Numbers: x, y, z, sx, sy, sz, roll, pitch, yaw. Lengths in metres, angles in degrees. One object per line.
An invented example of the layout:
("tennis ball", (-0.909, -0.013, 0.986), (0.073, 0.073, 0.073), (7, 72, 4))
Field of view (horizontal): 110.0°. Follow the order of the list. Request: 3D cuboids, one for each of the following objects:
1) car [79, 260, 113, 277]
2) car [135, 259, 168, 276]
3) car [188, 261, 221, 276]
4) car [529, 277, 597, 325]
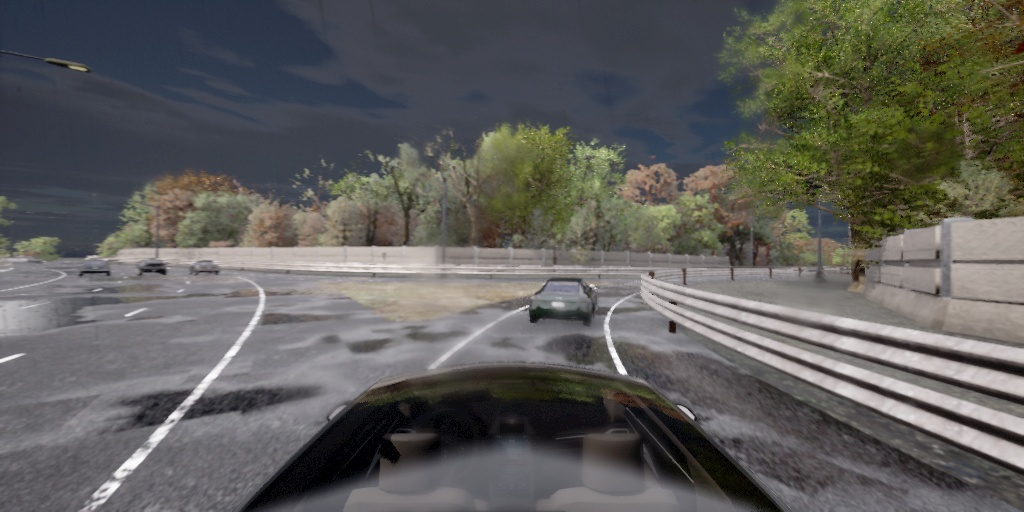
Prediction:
("car", (-36.519, 1.042, 31.470), (5.357, 1.411, 2.033), (0, -1, 41))
("car", (-33.592, 1.057, 33.467), (4.892, 1.490, 1.837), (0, -1, 42))
("car", (-30.269, 1.162, 35.280), (5.357, 1.411, 2.033), (0, -1, 41))
("car", (1.905, 1.434, 12.515), (1.994, 1.385, 4.181), (1, -1, 15))
